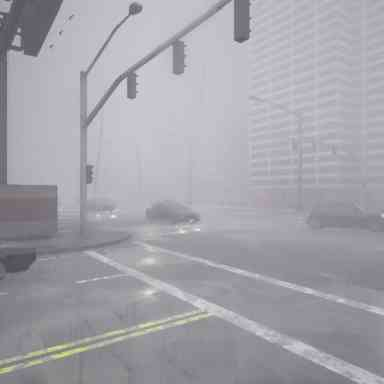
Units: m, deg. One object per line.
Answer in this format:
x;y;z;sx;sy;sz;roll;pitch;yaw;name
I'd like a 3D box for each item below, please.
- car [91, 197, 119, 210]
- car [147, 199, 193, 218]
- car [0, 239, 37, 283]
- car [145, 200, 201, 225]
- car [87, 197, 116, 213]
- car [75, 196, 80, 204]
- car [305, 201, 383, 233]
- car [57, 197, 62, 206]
-11.828;1.492;44.971;2.128;1.511;4.902;0;0;-35;car
-2.152;1.491;31.251;2.128;1.511;4.902;0;0;-35;car
-6.357;1.601;7.831;4.718;1.301;1.895;0;0;-34;car
-1.562;1.547;24.349;2.033;1.411;5.357;0;0;-35;car
-10.228;1.477;36.624;1.882;1.535;5.008;0;0;-35;car
-21.536;1.526;65.115;1.812;1.442;4.674;0;0;-35;car
9.105;1.351;19.452;4.553;1.767;2.097;0;0;29;car
-22.673;1.510;54.405;1.837;1.490;4.892;0;0;-35;car
